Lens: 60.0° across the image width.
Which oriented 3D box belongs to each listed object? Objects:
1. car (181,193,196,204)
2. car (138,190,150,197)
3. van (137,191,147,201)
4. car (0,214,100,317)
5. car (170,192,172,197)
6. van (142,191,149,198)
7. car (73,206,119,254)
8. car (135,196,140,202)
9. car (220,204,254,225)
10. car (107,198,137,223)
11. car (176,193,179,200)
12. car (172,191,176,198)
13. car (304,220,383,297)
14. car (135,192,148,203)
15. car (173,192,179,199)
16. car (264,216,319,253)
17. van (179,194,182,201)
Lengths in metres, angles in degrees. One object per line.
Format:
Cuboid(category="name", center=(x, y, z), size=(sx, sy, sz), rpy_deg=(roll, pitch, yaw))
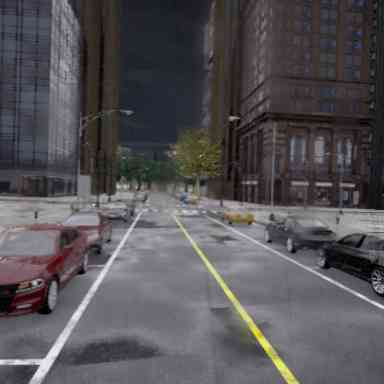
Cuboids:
Cuboid(category="car", center=(-0.308, 1.333, 56.537), size=(1.752, 1.417, 4.829), rpy_deg=(1, 0, -6))
Cuboid(category="car", center=(-9.377, 0.799, 61.065), size=(2.192, 1.841, 5.009), rpy_deg=(1, 0, -6))
Cuboid(category="van", center=(-10.001, 0.776, 66.711), size=(1.690, 1.788, 3.998), rpy_deg=(1, 0, -6))
Cuboid(category="car", center=(-3.427, 1.416, 7.234), size=(1.887, 1.381, 4.507), rpy_deg=(1, 0, -6))
Cuboid(category="car", center=(-4.035, 1.055, 90.237), size=(2.008, 1.369, 4.403), rpy_deg=(1, 0, -6))
Cuboid(category="van", center=(-12.498, 0.566, 89.291), size=(1.690, 1.788, 3.998), rpy_deg=(1, 0, -6))
Cuboid(category="car", center=(-4.019, 1.421, 12.578), size=(1.802, 1.307, 4.206), rpy_deg=(1, 0, -6))
Cuboid(category="car", center=(-5.793, 1.299, 28.615), size=(1.947, 1.339, 4.313), rpy_deg=(1, 0, -6))
Cuboid(category="car", center=(3.230, 1.573, 24.550), size=(1.752, 1.417, 4.829), rpy_deg=(1, 0, -6))
Cuboid(category="car", center=(-5.201, 1.321, 23.268), size=(2.008, 1.369, 4.403), rpy_deg=(1, 0, -6))
Cuboid(category="car", center=(-1.539, 1.280, 67.659), size=(1.947, 1.339, 4.313), rpy_deg=(1, 0, -6))
Cuboid(category="car", center=(-3.410, 1.103, 84.593), size=(1.887, 1.381, 4.507), rpy_deg=(1, 0, -6))
Cuboid(category="car", center=(4.965, 1.712, 8.868), size=(1.947, 1.339, 4.313), rpy_deg=(1, 0, -6))
Cuboid(category="car", center=(-8.758, 1.113, 55.421), size=(1.802, 1.307, 4.206), rpy_deg=(1, 0, -6))
Cuboid(category="car", center=(-2.805, 1.135, 79.117), size=(1.752, 1.417, 4.829), rpy_deg=(1, 0, -6))
Cuboid(category="car", center=(4.393, 1.666, 14.038), size=(2.008, 1.369, 4.403), rpy_deg=(1, 0, -6))
Cuboid(category="van", center=(-0.909, 1.103, 62.013), size=(1.690, 1.788, 3.998), rpy_deg=(1, 0, -6))
